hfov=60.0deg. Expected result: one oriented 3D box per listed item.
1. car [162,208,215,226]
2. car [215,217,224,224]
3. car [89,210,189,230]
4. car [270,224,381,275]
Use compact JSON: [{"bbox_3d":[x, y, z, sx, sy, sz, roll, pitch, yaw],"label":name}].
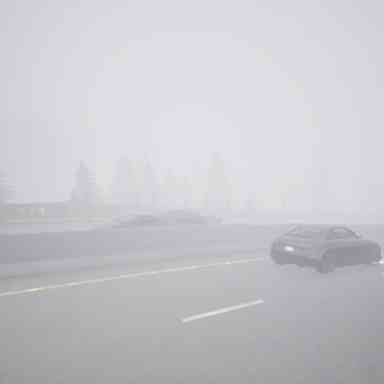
[{"bbox_3d":[-1.300,1.727,20.257,5.008,1.535,1.882,3,-2,-35],"label":"car"},{"bbox_3d":[0.074,2.061,25.537,4.718,1.301,1.895,4,-2,-35],"label":"car"},{"bbox_3d":[-2.534,1.673,15.079,4.181,1.385,1.994,2,-1,-35],"label":"car"},{"bbox_3d":[4.614,1.790,11.336,4.181,1.385,1.994,3,-2,-35],"label":"car"}]
